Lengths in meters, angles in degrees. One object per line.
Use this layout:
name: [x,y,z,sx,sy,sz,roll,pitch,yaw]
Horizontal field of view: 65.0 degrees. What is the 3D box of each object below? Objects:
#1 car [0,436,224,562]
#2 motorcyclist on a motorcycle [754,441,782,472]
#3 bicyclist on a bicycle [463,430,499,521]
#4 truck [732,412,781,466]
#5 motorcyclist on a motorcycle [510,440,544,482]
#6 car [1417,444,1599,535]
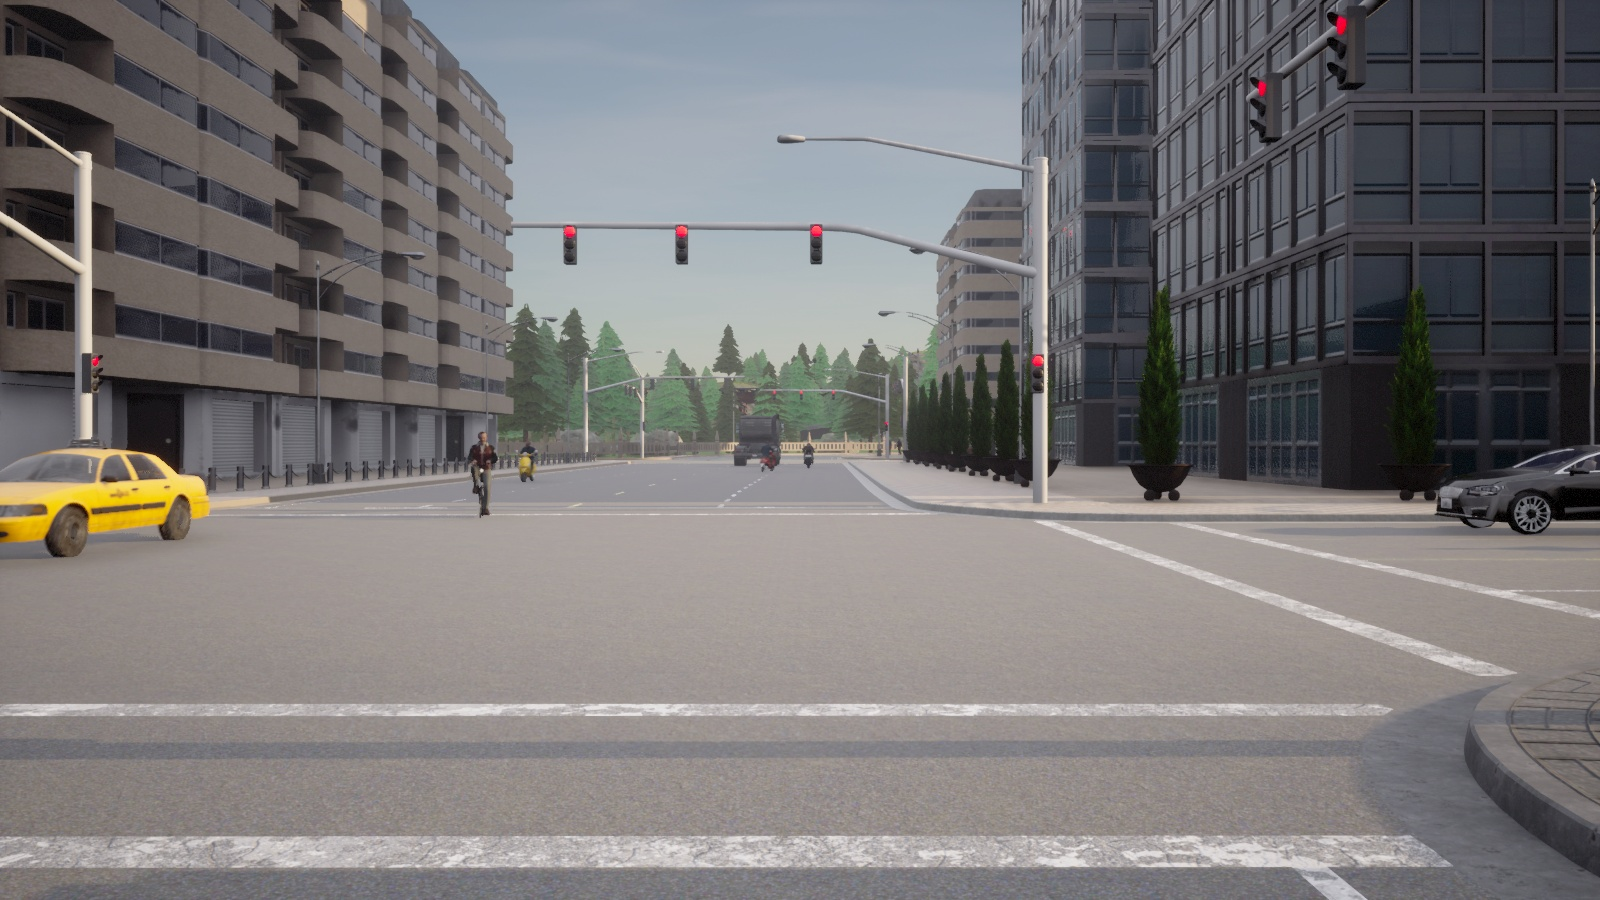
car: [-10.531,0.601,18.350,1.801,1.575,5.366,0,0,0]
motorcyclist on a motorcycle: [-1.624,0.334,64.561,0.866,1.590,1.817,0,0,19]
bicyclist on a bicycle: [-6.462,0.492,25.459,0.659,1.776,1.843,1,0,-14]
truck: [-2.822,-0.710,83.605,2.891,3.462,7.936,0,0,1]
motorcyclist on a motorcycle: [-10.458,0.420,48.150,0.866,1.590,1.817,0,0,1]
car: [13.678,0.646,21.788,4.902,1.511,2.128,0,0,1]
